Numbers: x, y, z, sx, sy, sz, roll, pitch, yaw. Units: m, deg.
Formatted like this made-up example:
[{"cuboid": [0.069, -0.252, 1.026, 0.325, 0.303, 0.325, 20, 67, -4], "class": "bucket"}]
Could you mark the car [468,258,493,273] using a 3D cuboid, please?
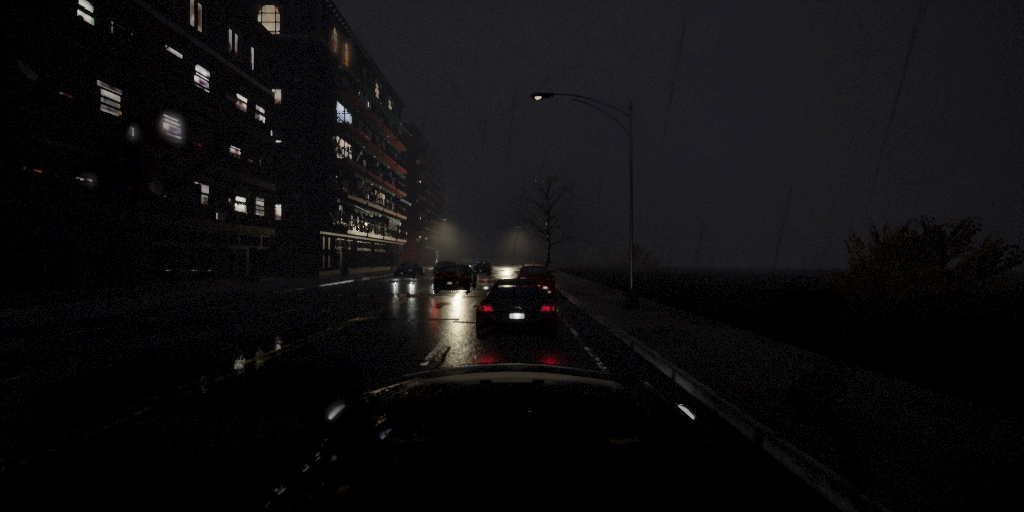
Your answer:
[{"cuboid": [-3.123, 1.245, 38.199, 2.128, 1.511, 4.902, 0, 0, 0], "class": "car"}]

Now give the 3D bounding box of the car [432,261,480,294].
[{"cuboid": [-3.137, 1.230, 20.538, 1.882, 1.535, 5.008, 0, 0, 0], "class": "car"}]

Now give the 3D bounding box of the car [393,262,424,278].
[{"cuboid": [-9.826, 1.278, 34.313, 1.812, 1.442, 4.674, 0, 0, 0], "class": "car"}]

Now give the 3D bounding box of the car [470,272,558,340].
[{"cuboid": [0.107, 1.315, 10.040, 1.994, 1.385, 4.181, 0, 0, 0], "class": "car"}]

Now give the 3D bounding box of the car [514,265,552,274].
[{"cuboid": [1.149, 1.230, 18.960, 1.882, 1.535, 5.008, 0, 0, 0], "class": "car"}]
